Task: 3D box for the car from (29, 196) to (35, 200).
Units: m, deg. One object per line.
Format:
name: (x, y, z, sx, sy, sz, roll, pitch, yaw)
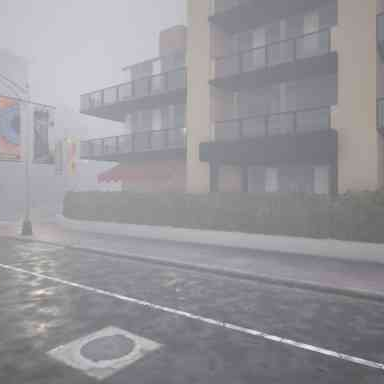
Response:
car: (-36.054, 1.481, 72.144, 4.892, 1.521, 2.231, 0, 0, 36)
